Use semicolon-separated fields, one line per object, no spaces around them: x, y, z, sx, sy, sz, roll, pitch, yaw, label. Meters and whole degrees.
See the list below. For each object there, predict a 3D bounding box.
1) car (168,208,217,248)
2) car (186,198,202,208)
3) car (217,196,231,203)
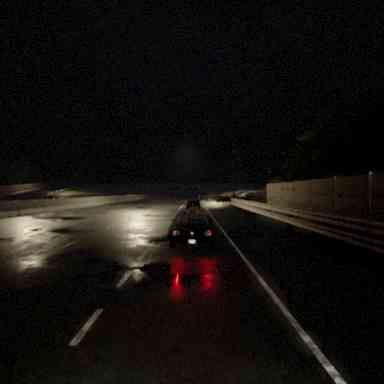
0.012;1.588;14.808;1.895;1.301;4.718;0;0;0;car
0.249;1.496;45.499;1.812;1.442;4.674;0;0;3;car
6.843;1.476;69.849;1.882;1.535;5.008;0;-1;26;car
